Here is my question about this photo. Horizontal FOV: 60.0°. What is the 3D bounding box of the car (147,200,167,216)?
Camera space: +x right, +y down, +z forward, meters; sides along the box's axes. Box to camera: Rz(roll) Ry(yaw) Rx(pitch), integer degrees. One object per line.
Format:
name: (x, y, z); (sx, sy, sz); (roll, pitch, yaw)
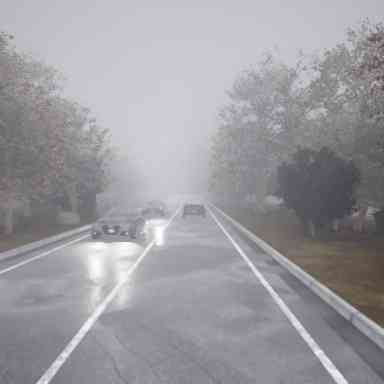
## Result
car: (-3.372, 1.464, 30.655); (1.895, 1.301, 4.718); (0, 0, 0)

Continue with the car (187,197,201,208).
car: (0.267, 1.400, 45.619); (1.895, 1.301, 4.718); (0, 0, 1)

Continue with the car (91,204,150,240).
car: (-3.524, 1.487, 16.503); (1.994, 1.385, 4.181); (0, 0, 0)

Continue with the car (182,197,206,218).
car: (0.186, 1.355, 28.830); (1.882, 1.535, 5.008); (0, 0, 1)
